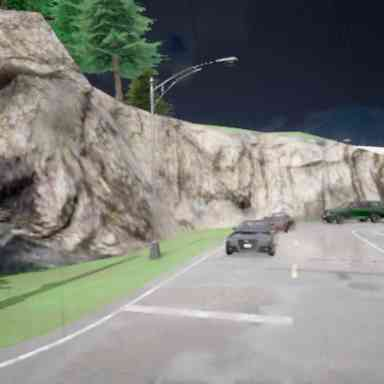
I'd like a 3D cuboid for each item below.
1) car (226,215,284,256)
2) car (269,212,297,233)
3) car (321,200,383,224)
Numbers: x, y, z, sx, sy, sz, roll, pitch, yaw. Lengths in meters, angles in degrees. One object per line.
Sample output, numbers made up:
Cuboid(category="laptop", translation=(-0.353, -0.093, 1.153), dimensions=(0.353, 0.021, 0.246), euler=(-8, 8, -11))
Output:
Cuboid(category="car", translation=(2.842, 1.985, 15.068), dimensions=(1.994, 1.385, 4.181), euler=(-2, -2, 19))
Cuboid(category="car", translation=(6.289, 2.192, 24.293), dimensions=(1.994, 1.385, 4.181), euler=(-2, -2, 29))
Cuboid(category="car", translation=(14.864, 1.838, 30.661), dimensions=(5.566, 2.045, 2.150), euler=(-1, -2, -4))
